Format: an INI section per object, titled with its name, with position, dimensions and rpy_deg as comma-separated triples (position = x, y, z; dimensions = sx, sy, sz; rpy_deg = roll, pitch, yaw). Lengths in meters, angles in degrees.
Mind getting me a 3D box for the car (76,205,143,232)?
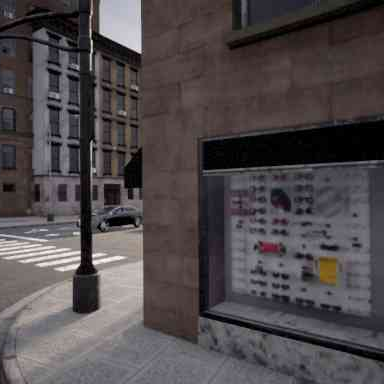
[car]
position = -4.988, 1.592, 21.099
dimensions = 2.128, 1.511, 4.902
rpy_deg = -1, -1, 34
